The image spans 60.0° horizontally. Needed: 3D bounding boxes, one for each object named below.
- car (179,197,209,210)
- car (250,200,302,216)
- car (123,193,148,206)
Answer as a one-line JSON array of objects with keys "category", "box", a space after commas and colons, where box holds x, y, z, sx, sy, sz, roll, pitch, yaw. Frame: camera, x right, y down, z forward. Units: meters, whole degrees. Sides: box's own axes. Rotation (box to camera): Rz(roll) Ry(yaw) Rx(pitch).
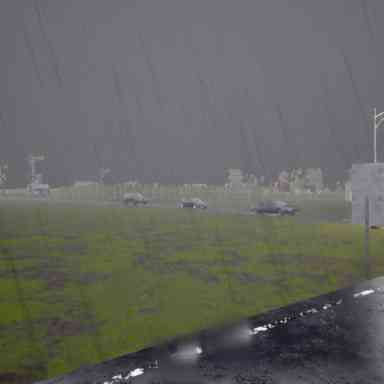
[{"category": "car", "box": [0.187, 1.490, 43.785, 1.837, 1.490, 4.892, 0, 1, -36]}, {"category": "car", "box": [8.071, 1.538, 32.503, 2.033, 1.411, 5.357, 0, 0, -34]}, {"category": "car", "box": [-9.679, 1.202, 56.603, 2.150, 2.045, 5.566, 0, 0, -40]}]
